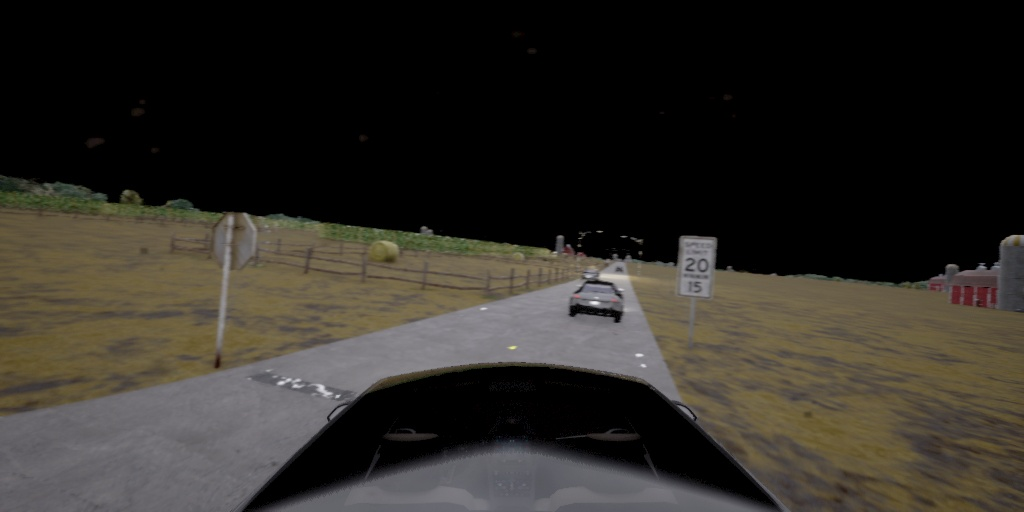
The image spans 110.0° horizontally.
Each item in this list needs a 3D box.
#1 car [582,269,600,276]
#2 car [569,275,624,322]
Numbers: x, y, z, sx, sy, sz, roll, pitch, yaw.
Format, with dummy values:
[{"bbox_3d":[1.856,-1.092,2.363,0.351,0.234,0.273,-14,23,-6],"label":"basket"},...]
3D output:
[{"bbox_3d":[9.547,2.296,43.282,2.128,1.511,4.902,4,0,17],"label":"car"},{"bbox_3d":[3.556,1.717,14.726,1.994,1.385,4.181,4,-1,17],"label":"car"}]
